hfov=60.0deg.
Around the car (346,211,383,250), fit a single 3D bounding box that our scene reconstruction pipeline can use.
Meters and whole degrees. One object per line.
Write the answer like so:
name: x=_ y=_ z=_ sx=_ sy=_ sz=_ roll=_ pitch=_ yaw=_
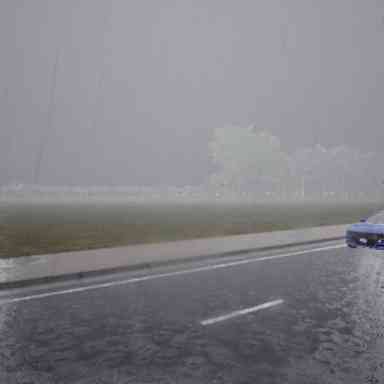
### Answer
car: x=8.281 y=1.504 z=13.611 sx=5.008 sy=1.535 sz=1.882 roll=0 pitch=0 yaw=-36
